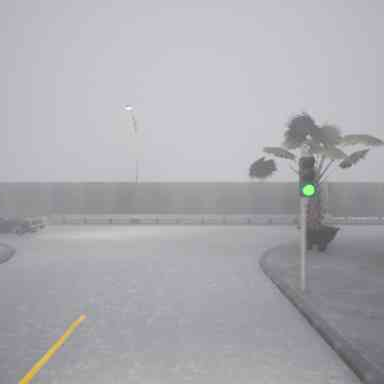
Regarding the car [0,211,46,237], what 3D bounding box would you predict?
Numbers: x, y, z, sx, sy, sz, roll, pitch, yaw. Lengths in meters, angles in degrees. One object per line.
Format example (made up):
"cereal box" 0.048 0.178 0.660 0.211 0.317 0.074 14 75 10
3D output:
"car" -10.547 1.693 18.038 4.718 1.301 1.895 0 0 0
